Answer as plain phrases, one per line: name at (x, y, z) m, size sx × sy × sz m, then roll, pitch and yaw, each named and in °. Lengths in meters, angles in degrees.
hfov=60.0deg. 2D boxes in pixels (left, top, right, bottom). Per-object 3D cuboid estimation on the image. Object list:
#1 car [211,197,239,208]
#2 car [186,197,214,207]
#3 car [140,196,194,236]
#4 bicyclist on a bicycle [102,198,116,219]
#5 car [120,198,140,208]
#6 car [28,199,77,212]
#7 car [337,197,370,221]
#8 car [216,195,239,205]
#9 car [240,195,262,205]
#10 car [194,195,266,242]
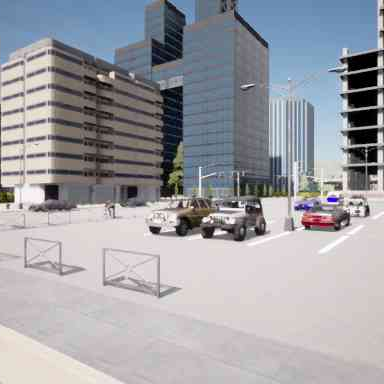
car at (5.107, 1.547, 50.488) m, size 2.033 × 1.411 × 5.357 m, roll 0°, pitch 0°, yaw 33°
car at (1.293, 1.491, 51.161) m, size 2.128 × 1.511 × 4.902 m, roll 0°, pitch 0°, yaw 34°
car at (-0.296, 1.153, 17.291) m, size 1.932 × 1.855 × 4.605 m, roll 0°, pitch 0°, yaw 34°
bicyclist on a bicycle at (-6.542, 1.302, 26.240) m, size 1.656 × 1.620 × 0.582 m, roll 0°, pitch 0°, yaw 34°
car at (-8.669, 1.564, 49.096) m, size 1.994 × 1.385 × 4.181 m, roll 0°, pitch 0°, yaw 34°
car at (-15.894, 1.547, 38.312) m, size 2.033 × 1.411 × 5.357 m, roll 0°, pitch 0°, yaw 34°
car at (14.074, 1.395, 28.607) m, size 1.970 × 1.475 × 3.806 m, roll 0°, pitch 0°, yaw 34°
car at (6.330, 1.352, 58.795) m, size 2.097 × 1.767 × 4.553 m, roll 0°, pitch 0°, yaw 34°
car at (10.365, 1.352, 58.368) m, size 2.097 × 1.767 × 4.553 m, roll 0°, pitch 0°, yaw 34°
car at (2.074, 1.156, 15.629) m, size 1.905 × 1.878 × 3.866 m, roll 0°, pitch 0°, yaw 34°
